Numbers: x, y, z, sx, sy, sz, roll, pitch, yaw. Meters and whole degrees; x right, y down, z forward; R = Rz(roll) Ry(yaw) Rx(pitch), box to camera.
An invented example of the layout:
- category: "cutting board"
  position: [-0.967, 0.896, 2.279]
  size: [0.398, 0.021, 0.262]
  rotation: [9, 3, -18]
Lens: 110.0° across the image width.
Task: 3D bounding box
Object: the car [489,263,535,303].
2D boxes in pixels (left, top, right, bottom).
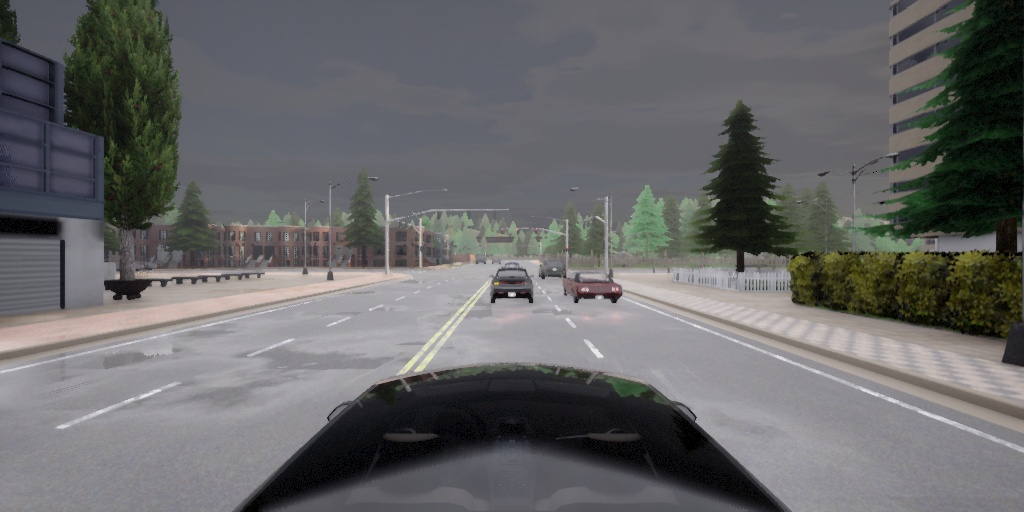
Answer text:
- category: "car"
  position: [0.000, 1.265, 16.500]
  size: [1.837, 1.490, 4.892]
  rotation: [0, 0, 0]

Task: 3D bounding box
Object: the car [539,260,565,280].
- category: "car"
  position: [3.500, 1.115, 31.470]
  size: [2.097, 1.767, 4.553]
  rotation: [0, 0, 0]

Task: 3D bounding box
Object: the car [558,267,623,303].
- category: "car"
  position: [3.500, 1.365, 16.530]
  size: [1.895, 1.301, 4.718]
  rotation: [0, 0, 0]

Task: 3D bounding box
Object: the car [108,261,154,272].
- category: "car"
  position: [-47.880, 1.312, 43.611]
  size: [5.357, 1.411, 2.033]
  rotation: [0, 0, -26]

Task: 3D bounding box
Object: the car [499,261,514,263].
- category: "car"
  position: [0.000, 1.282, 31.500]
  size: [1.812, 1.442, 4.674]
  rotation: [0, 0, 0]
